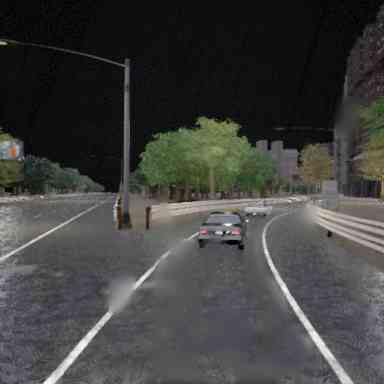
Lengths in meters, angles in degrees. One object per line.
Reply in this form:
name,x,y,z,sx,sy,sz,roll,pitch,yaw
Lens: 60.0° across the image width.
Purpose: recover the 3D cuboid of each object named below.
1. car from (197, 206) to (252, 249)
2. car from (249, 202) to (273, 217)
car,1.475,1.559,14.745,2.033,1.411,5.357,0,0,11
car,6.407,1.632,31.448,1.895,1.301,4.718,0,0,23
